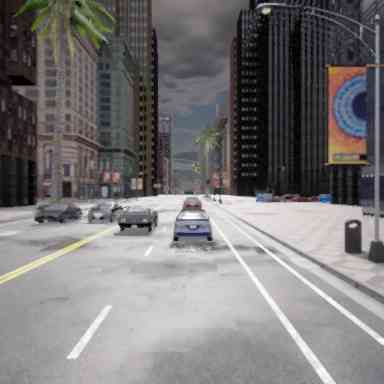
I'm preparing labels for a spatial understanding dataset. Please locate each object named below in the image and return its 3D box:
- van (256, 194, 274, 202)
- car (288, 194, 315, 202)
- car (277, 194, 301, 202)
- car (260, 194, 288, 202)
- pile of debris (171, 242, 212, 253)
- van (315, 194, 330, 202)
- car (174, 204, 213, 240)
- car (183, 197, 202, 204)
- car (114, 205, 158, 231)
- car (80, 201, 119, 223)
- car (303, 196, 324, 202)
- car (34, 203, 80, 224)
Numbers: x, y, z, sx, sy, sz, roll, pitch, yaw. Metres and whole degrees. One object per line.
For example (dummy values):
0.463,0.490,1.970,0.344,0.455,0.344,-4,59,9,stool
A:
16.983,1.342,77.583,3.998,1.788,1.690,0,0,0,van
22.674,1.598,69.067,4.206,1.307,1.802,0,0,0,car
22.660,1.311,77.591,5.009,1.841,2.192,0,0,0,car
16.997,1.572,69.059,4.403,1.369,2.008,0,0,0,car
-0.014,2.178,13.217,1.500,0.140,1.860,0,0,0,pile of debris
28.352,1.353,69.074,3.998,1.788,1.690,0,0,0,van
0.052,1.551,16.900,2.033,1.411,5.357,0,0,0,car
0.060,1.363,37.015,2.097,1.767,4.553,0,0,0,car
-3.172,1.606,20.535,1.895,1.301,4.718,0,0,0,car
-6.626,1.499,25.822,2.128,1.511,4.902,0,0,0,car
28.338,1.574,77.600,4.206,1.307,1.802,0,0,0,car
-9.877,1.555,25.118,2.033,1.411,5.357,0,0,0,car
